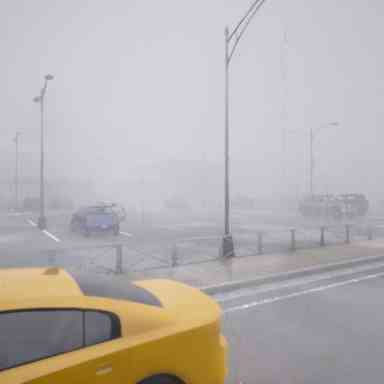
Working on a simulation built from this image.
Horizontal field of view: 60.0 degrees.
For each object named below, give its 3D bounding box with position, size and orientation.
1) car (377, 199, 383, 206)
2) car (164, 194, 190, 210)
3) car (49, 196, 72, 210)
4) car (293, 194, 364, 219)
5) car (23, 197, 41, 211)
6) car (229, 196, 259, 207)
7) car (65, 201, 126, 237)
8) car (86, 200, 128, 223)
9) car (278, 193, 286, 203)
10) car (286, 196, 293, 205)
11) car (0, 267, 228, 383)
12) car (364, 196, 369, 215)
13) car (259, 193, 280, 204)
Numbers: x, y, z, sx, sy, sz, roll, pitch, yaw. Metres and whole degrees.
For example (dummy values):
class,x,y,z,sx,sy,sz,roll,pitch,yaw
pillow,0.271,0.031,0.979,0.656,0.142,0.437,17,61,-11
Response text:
class,x,y,z,sx,sy,sz,roll,pitch,yaw
car,28.658,1.307,46.869,2.007,1.523,4.514,0,0,-32
car,-2.002,1.331,40.572,1.845,1.501,3.633,0,0,-32
car,-16.113,1.343,40.870,2.152,1.636,5.027,0,0,-32
car,10.823,1.110,26.692,1.932,1.855,4.605,0,0,-32
car,-18.754,1.353,39.176,2.007,1.523,4.514,0,0,-32
car,6.520,1.309,45.790,2.007,1.523,4.514,0,0,-32
car,-5.056,1.388,17.037,1.845,1.501,3.633,0,0,-32
car,-6.423,1.398,24.916,1.970,1.475,3.806,0,0,-32
car,16.149,1.086,60.155,1.905,1.878,3.866,0,0,-32
car,17.490,1.107,51.735,1.932,1.855,4.605,0,0,-32
car,-2.025,1.478,2.703,5.008,1.535,1.882,0,0,-32
car,13.078,1.089,28.570,1.905,1.878,3.866,0,0,-32
car,12.999,1.370,58.927,1.970,1.475,3.806,0,0,-32
